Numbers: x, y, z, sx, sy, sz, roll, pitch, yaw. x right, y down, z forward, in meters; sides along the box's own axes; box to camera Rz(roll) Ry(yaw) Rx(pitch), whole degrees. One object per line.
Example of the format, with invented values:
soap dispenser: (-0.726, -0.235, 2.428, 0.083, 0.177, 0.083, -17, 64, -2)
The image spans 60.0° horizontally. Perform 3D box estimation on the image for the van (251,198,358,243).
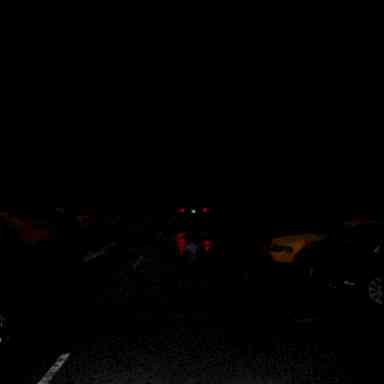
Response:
van: (5.160, 1.285, 15.718, 4.442, 1.987, 1.878, 0, 0, 0)

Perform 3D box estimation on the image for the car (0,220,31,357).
car: (-3.598, 1.353, 2.901, 2.097, 1.767, 4.553, 0, 0, 0)

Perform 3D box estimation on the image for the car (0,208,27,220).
car: (-8.007, 1.362, 10.273, 4.553, 1.767, 2.185, 0, 0, 0)

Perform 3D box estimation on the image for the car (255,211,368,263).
car: (4.857, 1.483, 10.057, 5.366, 1.575, 1.946, 0, 0, 0)

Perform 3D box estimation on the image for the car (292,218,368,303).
car: (5.035, 1.484, 7.289, 4.892, 1.521, 2.231, 0, 0, 0)

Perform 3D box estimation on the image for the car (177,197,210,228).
car: (0.103, 1.343, 23.407, 2.150, 2.045, 5.566, 0, -1, 0)

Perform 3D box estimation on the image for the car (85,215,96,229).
car: (-8.222, 1.534, 18.590, 5.366, 1.575, 1.946, 0, 0, 0)

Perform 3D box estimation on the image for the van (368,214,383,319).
van: (5.158, 1.256, 4.519, 4.442, 1.987, 1.878, 0, 0, 0)

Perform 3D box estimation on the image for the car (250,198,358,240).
car: (5.070, 1.242, 12.826, 5.566, 2.045, 2.435, 0, 0, 0)

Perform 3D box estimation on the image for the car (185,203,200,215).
car: (0.107, 2.131, 42.919, 1.837, 1.490, 4.892, 0, -2, 0)

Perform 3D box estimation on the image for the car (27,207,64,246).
car: (-8.031, 1.496, 13.049, 5.008, 1.535, 2.097, 0, 0, 0)

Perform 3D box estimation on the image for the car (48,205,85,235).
car: (-8.032, 1.514, 15.821, 4.892, 1.521, 2.231, 0, 0, 0)
